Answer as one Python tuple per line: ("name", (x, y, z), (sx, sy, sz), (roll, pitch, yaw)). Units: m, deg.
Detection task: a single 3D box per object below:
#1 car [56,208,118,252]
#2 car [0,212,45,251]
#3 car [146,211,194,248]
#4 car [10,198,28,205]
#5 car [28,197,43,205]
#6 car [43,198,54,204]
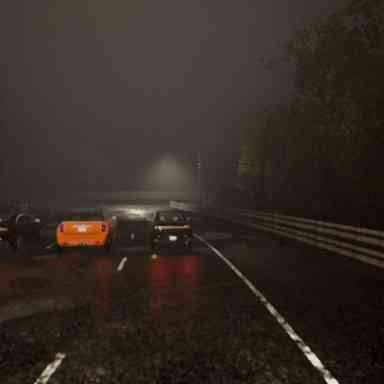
("car", (-4.526, 1.498, 14.972), (2.097, 1.767, 4.553), (0, -1, -8))
("car", (-8.024, 1.640, 14.710), (2.128, 1.511, 4.902), (0, 0, -8))
("car", (-1.088, 1.646, 15.656), (2.128, 1.511, 4.902), (0, 0, -8))
("car", (-41.423, 2.276, 78.564), (4.902, 1.511, 2.128), (0, -1, 40))
("car", (-39.033, 2.125, 81.125), (4.553, 1.767, 2.097), (0, -1, 40))
("car", (-36.689, 2.290, 83.721), (4.892, 1.490, 1.837), (0, -1, 40))
